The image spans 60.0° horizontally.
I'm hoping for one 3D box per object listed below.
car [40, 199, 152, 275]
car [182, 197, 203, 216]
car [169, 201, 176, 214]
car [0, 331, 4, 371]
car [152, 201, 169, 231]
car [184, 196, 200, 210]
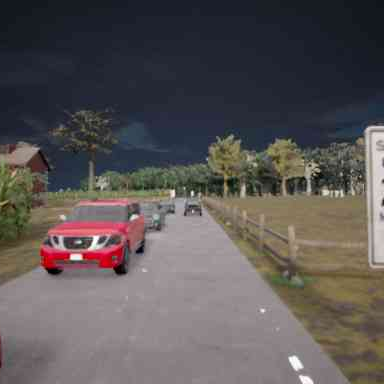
[{"bbox_3d":[-2.853,1.260,10.982,2.150,2.045,5.566,0,0,0],"label":"car"},{"bbox_3d":[0.088,1.627,34.492,1.837,1.490,4.892,0,0,0],"label":"car"},{"bbox_3d":[-2.766,1.678,37.331,2.033,1.411,5.357,0,0,0],"label":"car"},{"bbox_3d":[-2.880,1.607,1.135,1.895,1.301,4.718,0,0,1],"label":"car"},{"bbox_3d":[-2.836,1.425,20.941,2.097,1.767,4.553,0,0,0],"label":"car"},{"bbox_3d":[0.023,1.515,46.477,2.097,1.767,4.553,0,0,0],"label":"car"}]
